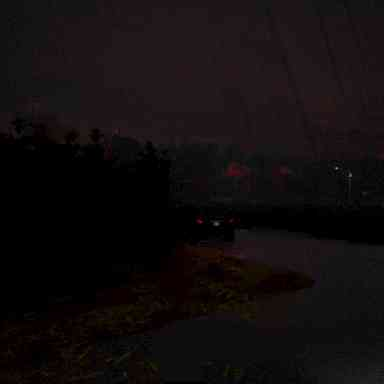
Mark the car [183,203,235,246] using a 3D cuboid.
[{"bbox_3d":[0.148,1.383,15.904,2.097,1.767,4.553,1,-1,-25],"label":"car"}]
